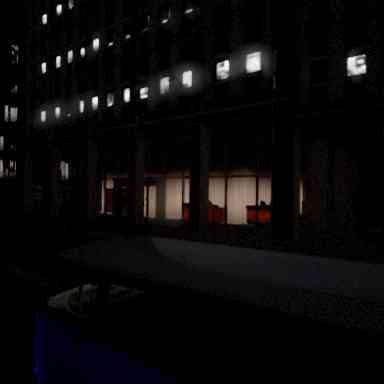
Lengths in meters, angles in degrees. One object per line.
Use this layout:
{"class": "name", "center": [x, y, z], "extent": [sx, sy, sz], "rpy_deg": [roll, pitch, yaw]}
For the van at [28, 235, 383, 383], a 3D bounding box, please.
{"class": "van", "center": [0.276, 1.362, 2.671], "extent": [3.998, 1.788, 1.690], "rpy_deg": [0, 0, 39]}
